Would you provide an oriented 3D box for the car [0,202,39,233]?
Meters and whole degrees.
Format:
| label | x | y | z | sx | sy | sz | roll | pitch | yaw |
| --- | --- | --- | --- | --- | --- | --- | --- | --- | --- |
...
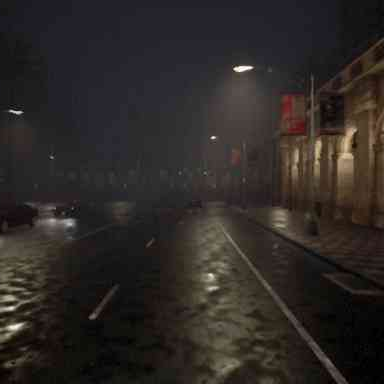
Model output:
| label | x | y | z | sx | sy | sz | roll | pitch | yaw |
| --- | --- | --- | --- | --- | --- | --- | --- | --- | --- |
| car | -10.530 | 1.345 | 18.805 | 1.882 | 1.535 | 5.008 | 0 | 0 | 1 |

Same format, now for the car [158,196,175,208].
| label | x | y | z | sx | sy | sz | roll | pitch | yaw |
| --- | --- | --- | --- | --- | --- | --- | --- | --- | --- |
| car | -3.170 | 1.193 | 42.530 | 2.128 | 1.511 | 4.902 | 0 | 0 | 1 |

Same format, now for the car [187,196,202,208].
| label | x | y | z | sx | sy | sz | roll | pitch | yaw |
| --- | --- | --- | --- | --- | --- | --- | --- | --- | --- |
| car | 0.334 | 1.195 | 42.220 | 2.128 | 1.511 | 4.902 | 0 | 0 | 1 |

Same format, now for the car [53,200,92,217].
| label | x | y | z | sx | sy | sz | roll | pitch | yaw |
| --- | --- | --- | --- | --- | --- | --- | --- | --- | --- |
| car | -10.373 | 1.397 | 29.087 | 1.895 | 1.301 | 4.718 | 0 | 0 | 1 |
